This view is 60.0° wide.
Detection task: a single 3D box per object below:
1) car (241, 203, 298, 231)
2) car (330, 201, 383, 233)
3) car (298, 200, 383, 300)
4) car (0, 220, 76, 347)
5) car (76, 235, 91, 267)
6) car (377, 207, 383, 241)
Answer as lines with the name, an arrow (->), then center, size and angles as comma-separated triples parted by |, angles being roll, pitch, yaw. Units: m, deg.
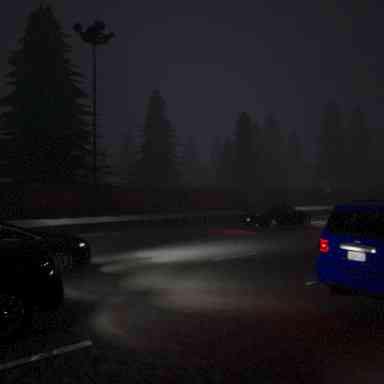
car -> 5.215, 1.402, 20.364 | 5.008, 1.535, 1.882 | -1, 0, -35
car -> 10.672, 1.397, 19.955 | 4.902, 1.511, 2.128 | 0, 0, -35
car -> 5.052, 1.184, 7.350 | 5.566, 2.045, 2.150 | -1, 0, -36
car -> -4.810, 1.228, 4.615 | 5.566, 2.045, 2.150 | 0, 0, -35
car -> -5.176, 1.489, 8.653 | 4.902, 1.511, 2.128 | 0, 0, -35
car -> 10.972, 1.422, 15.871 | 4.892, 1.490, 1.837 | -1, 1, -35
